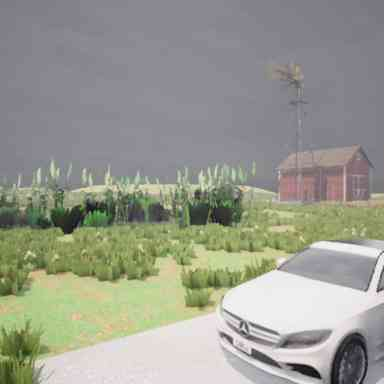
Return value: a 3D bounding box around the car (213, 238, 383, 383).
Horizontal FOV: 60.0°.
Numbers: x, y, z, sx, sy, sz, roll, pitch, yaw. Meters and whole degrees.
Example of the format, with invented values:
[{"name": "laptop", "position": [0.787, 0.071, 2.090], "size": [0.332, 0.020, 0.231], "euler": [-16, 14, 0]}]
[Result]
[{"name": "car", "position": [2.490, 1.523, 5.236], "size": [4.674, 1.442, 1.812], "euler": [0, 0, -35]}]
